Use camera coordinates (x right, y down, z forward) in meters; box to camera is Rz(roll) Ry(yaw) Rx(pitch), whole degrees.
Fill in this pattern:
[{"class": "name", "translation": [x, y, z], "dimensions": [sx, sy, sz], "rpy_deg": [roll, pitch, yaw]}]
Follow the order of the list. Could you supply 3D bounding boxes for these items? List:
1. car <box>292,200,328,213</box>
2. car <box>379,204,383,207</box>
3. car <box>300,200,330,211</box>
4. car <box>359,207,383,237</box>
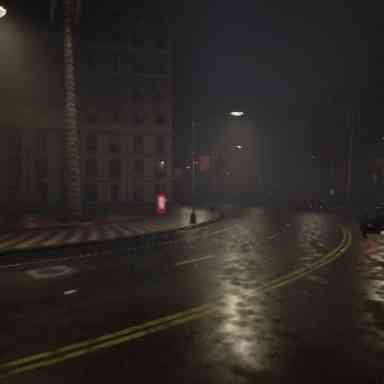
[{"class": "car", "translation": [14.087, 1.789, 40.822], "dimensions": [2.033, 1.411, 5.357], "rpy_deg": [0, 0, -5]}, {"class": "car", "translation": [16.793, 1.644, 27.874], "dimensions": [2.128, 1.511, 4.902], "rpy_deg": [0, 0, 11]}, {"class": "car", "translation": [16.814, 1.831, 45.686], "dimensions": [1.994, 1.385, 4.181], "rpy_deg": [0, 0, -9]}, {"class": "car", "translation": [10.258, 1.703, 18.230], "dimensions": [1.895, 1.301, 4.718], "rpy_deg": [0, 0, 25]}]
